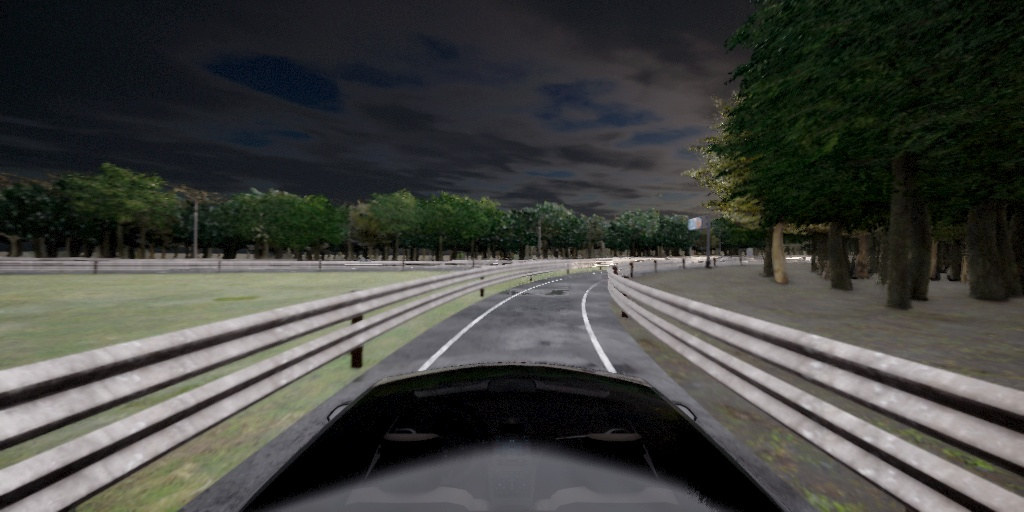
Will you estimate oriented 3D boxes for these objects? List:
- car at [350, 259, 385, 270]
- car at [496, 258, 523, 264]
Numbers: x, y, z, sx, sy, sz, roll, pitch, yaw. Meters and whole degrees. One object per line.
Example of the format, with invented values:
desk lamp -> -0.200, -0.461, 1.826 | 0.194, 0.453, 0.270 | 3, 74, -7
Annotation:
car -> -21.319, 1.161, 52.991 | 5.008, 1.535, 1.882 | 0, 0, -25
car -> -0.334, 1.168, 62.641 | 4.892, 1.490, 1.837 | 0, 1, -25
